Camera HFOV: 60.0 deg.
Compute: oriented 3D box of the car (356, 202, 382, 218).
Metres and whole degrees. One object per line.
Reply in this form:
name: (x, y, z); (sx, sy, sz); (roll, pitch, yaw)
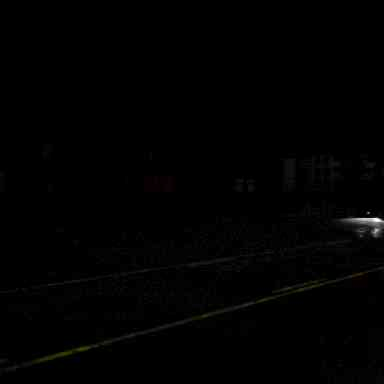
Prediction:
car: (16.440, 1.650, 30.796); (1.994, 1.385, 4.181); (0, 0, 31)
